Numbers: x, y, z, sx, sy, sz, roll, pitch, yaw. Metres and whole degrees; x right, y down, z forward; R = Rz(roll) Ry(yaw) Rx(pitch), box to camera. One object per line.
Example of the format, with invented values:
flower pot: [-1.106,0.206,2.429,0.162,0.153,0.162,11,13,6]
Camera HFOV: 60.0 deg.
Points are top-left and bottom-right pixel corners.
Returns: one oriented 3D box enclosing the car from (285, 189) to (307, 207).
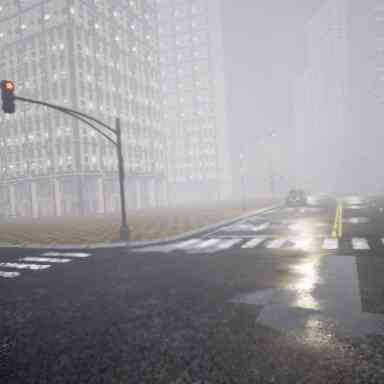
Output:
car: [13.150,0.666,41.833,2.150,2.045,5.566,-4,0,24]
